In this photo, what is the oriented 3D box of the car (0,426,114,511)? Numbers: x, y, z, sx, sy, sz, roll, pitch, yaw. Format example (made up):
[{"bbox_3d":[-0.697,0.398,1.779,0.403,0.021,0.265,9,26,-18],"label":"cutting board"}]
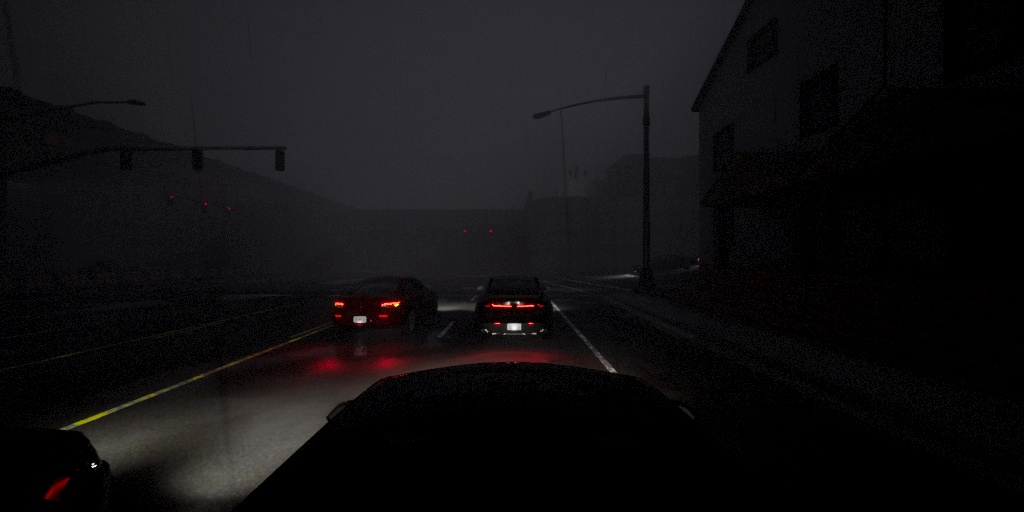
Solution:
[{"bbox_3d":[-3.401,1.255,0.168,1.837,1.490,4.892,0,0,0],"label":"car"}]

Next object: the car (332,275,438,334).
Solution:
[{"bbox_3d":[-3.451,1.276,10.451,1.812,1.442,4.674,0,0,0],"label":"car"}]

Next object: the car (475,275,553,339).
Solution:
[{"bbox_3d":[0.044,1.255,10.034,1.837,1.490,4.892,0,0,0],"label":"car"}]

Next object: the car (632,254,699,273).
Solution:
[{"bbox_3d":[13.035,0.603,30.422,5.357,1.411,2.033,-7,0,-1],"label":"car"}]
